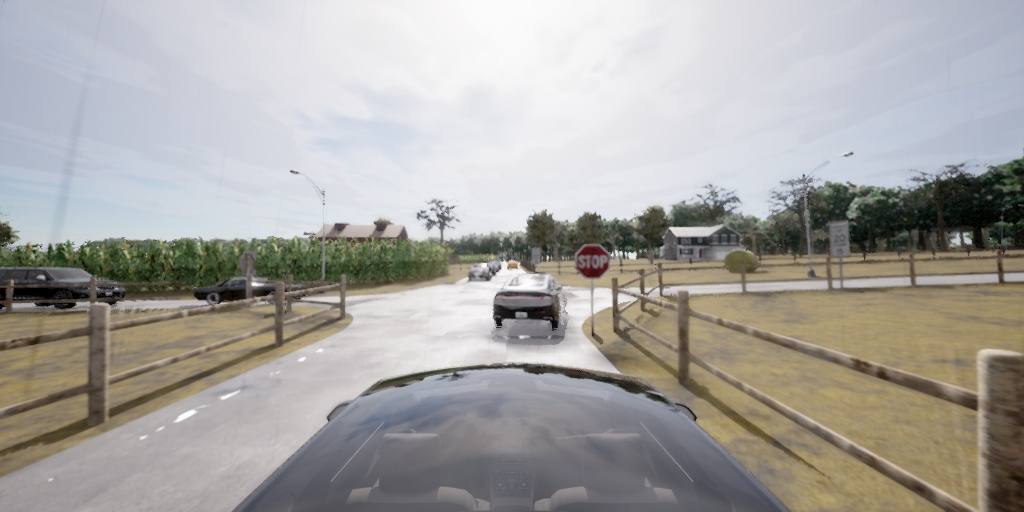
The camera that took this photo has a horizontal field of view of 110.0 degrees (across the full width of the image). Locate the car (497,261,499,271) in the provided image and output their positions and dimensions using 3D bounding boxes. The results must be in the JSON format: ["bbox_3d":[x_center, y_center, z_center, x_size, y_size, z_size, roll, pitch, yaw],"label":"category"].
[{"bbox_3d":[-2.844,1.616,42.423,1.895,1.301,4.718,0,0,0],"label":"car"}]

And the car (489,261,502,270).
[{"bbox_3d":[-2.769,1.615,61.693,1.882,1.535,5.008,0,0,0],"label":"car"}]

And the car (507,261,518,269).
[{"bbox_3d":[0.099,1.638,65.273,1.882,1.535,5.008,0,0,0],"label":"car"}]

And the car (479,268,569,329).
[{"bbox_3d":[0.728,1.311,11.626,2.128,1.511,4.902,0,0,12],"label":"car"}]

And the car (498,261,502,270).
[{"bbox_3d":[-2.838,1.598,51.613,1.812,1.442,4.674,0,0,0],"label":"car"}]

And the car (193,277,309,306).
[{"bbox_3d":[-12.748,1.719,17.823,4.718,1.301,1.895,-1,-3,0],"label":"car"}]

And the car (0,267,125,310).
[{"bbox_3d":[-22.828,1.559,17.837,5.566,2.045,2.150,-1,-3,0],"label":"car"}]

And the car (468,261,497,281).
[{"bbox_3d":[-2.892,1.450,33.230,2.128,1.511,4.902,0,0,1],"label":"car"}]
